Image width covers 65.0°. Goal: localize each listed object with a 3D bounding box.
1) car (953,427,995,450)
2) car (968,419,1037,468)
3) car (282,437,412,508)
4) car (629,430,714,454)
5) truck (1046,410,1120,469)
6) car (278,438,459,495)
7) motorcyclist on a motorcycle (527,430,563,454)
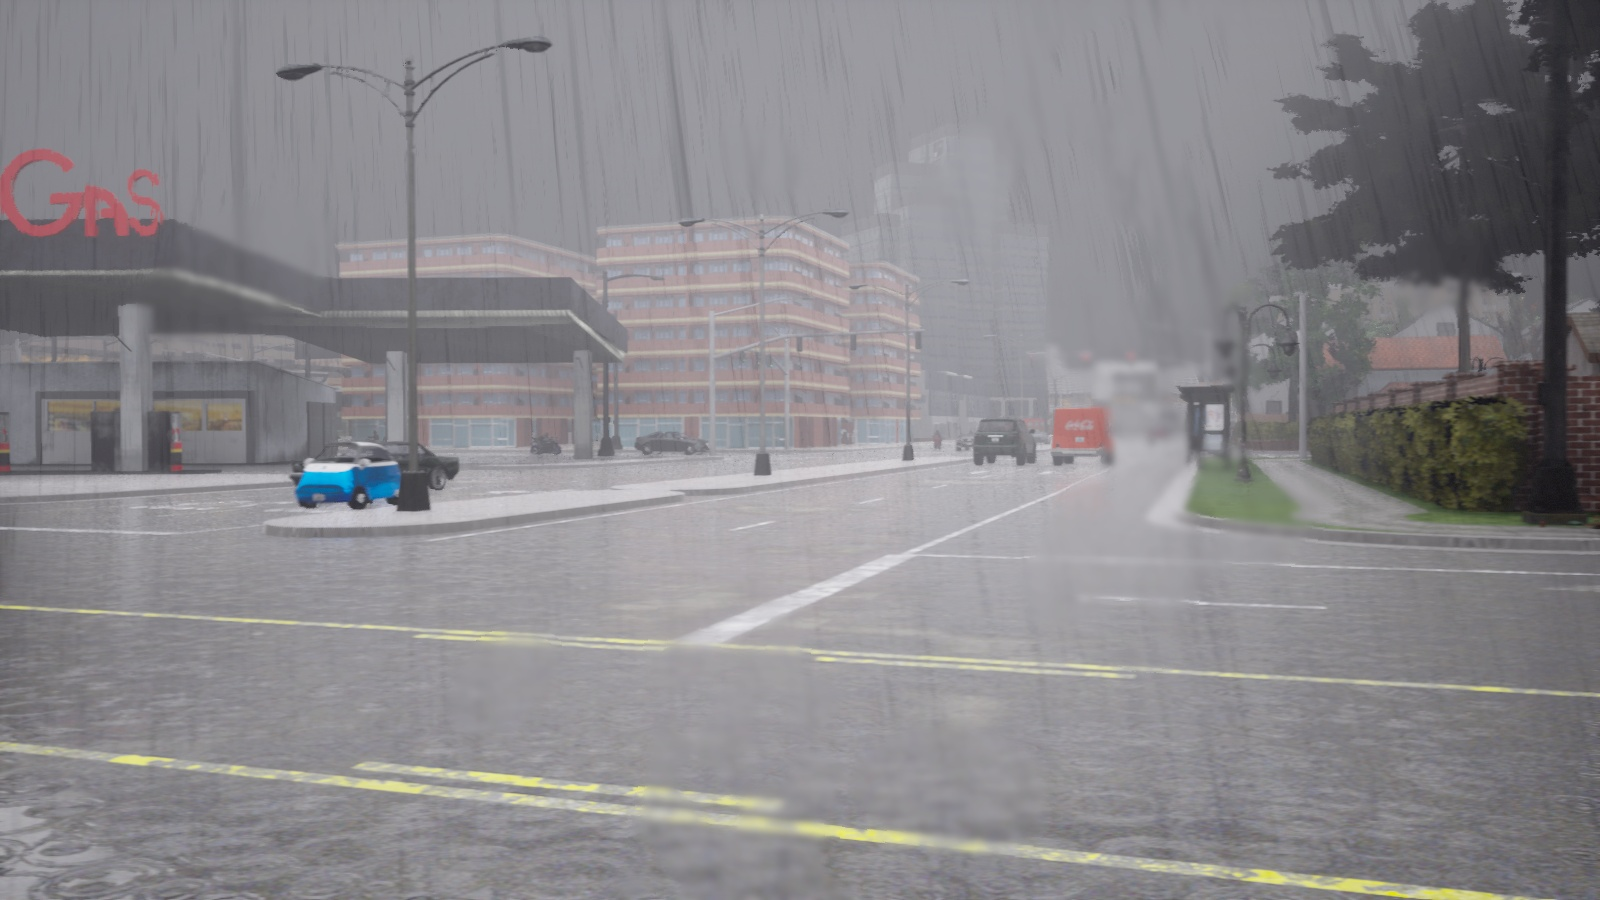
[{"bbox_3d":[12.928,-0.834,92.903,2.152,1.651,5.027,1,1,18],"label":"car"},{"bbox_3d":[9.067,-0.316,55.916,2.150,2.045,5.566,1,1,18],"label":"car"},{"bbox_3d":[-9.324,0.431,25.964,1.481,1.376,2.207,1,1,18],"label":"car"},{"bbox_3d":[-8.110,-0.518,79.344,4.902,1.511,2.128,0,1,17],"label":"car"},{"bbox_3d":[12.453,-0.494,55.005,2.627,2.467,5.204,1,1,18],"label":"truck"},{"bbox_3d":[-10.933,0.370,32.221,1.895,1.301,4.718,1,1,18],"label":"car"},{"bbox_3d":[-16.660,-0.515,82.065,2.191,1.530,0.866,0,1,17],"label":"motorcyclist on a motorcycle"}]
